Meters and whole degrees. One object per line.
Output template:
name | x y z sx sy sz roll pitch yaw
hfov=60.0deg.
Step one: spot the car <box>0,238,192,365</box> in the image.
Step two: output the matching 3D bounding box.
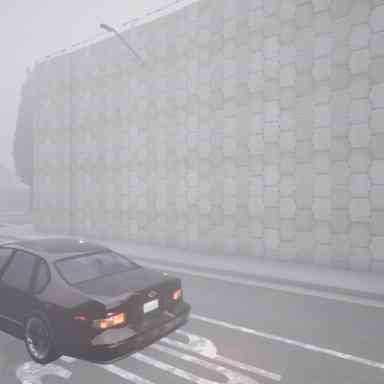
car | -2.592 1.547 5.825 5.357 1.411 2.033 0 0 35
